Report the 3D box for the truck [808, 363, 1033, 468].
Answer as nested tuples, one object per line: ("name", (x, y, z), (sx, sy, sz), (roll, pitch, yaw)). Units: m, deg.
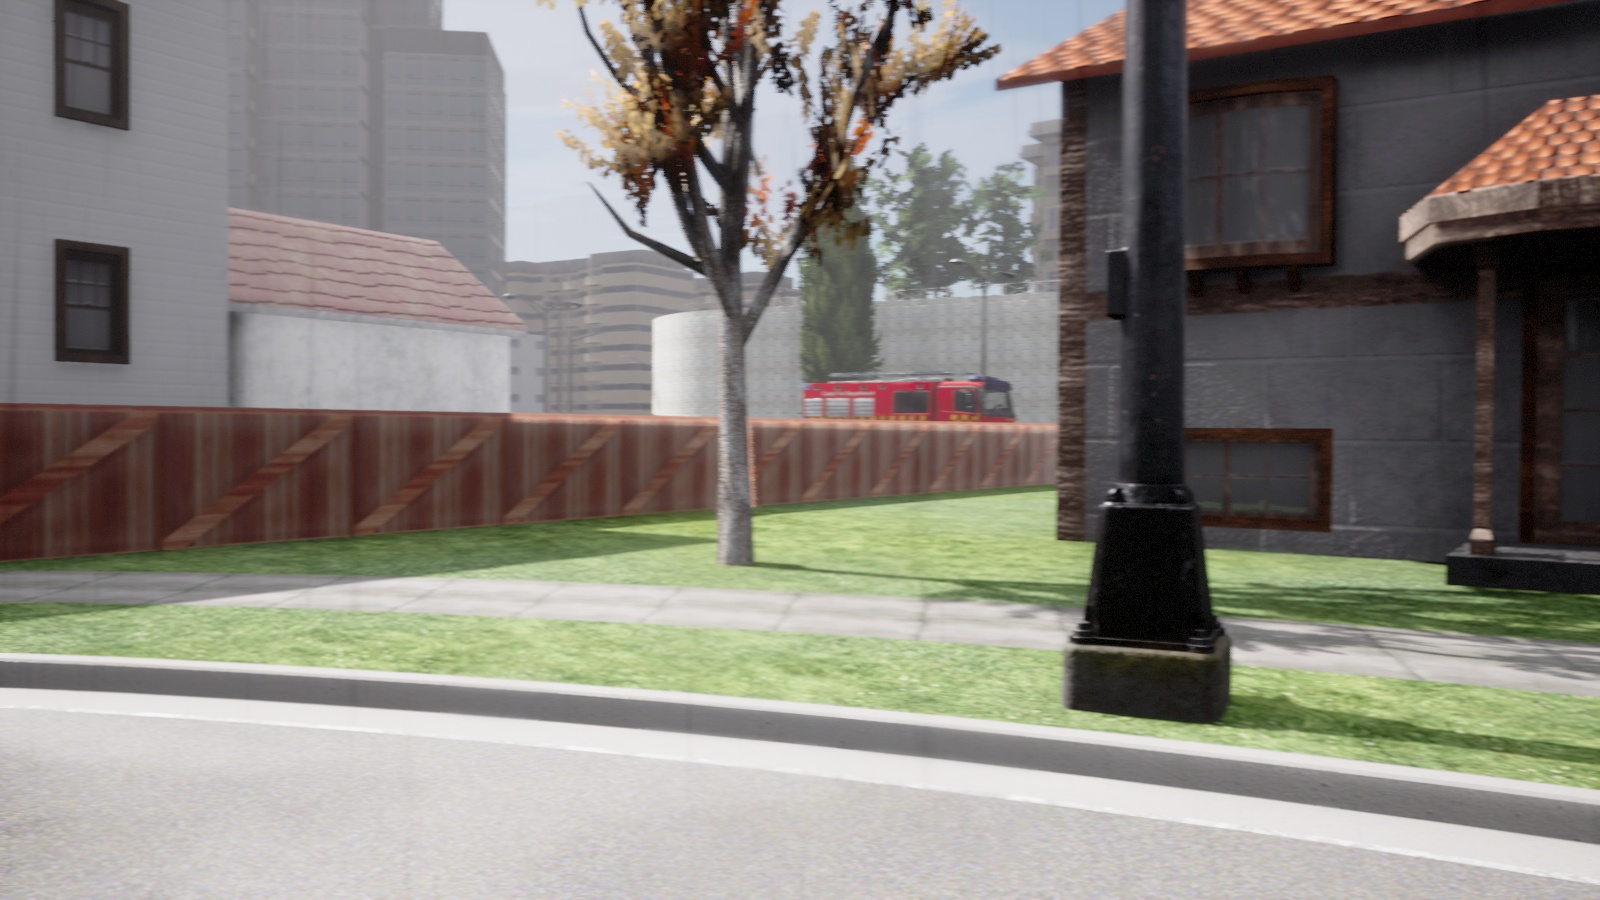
("truck", (4.659, -1.281, 49.545), (8.468, 3.827, 2.891), (0, 1, 35))
